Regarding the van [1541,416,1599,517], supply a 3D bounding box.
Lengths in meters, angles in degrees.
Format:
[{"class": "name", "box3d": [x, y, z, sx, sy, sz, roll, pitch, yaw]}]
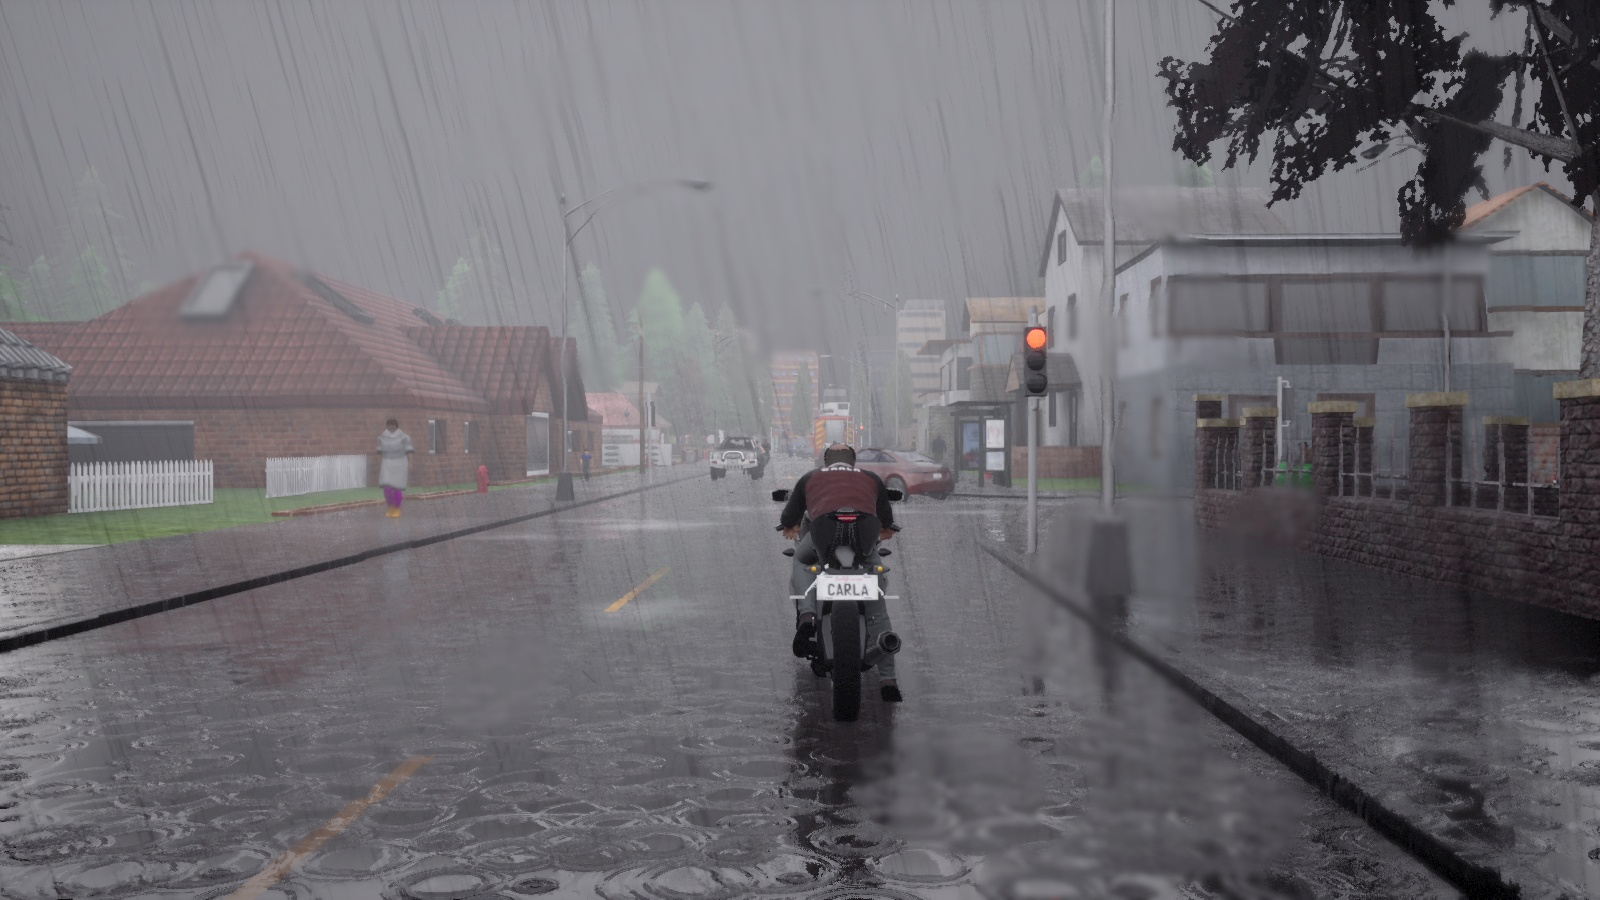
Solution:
[{"class": "van", "box3d": [18.371, 0.336, 26.301, 4.480, 2.038, 2.069, 0, 0, -1]}]

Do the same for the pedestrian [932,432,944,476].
[{"class": "pedestrian", "box3d": [5.844, 0.161, 53.097, 0.402, 1.842, 0.726, 0, 0, 13]}]

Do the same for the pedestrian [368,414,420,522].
[{"class": "pedestrian", "box3d": [-7.432, 0.319, 23.016, 0.659, 1.952, 0.873, 0, 0, 1]}]

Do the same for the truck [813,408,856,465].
[{"class": "truck", "box3d": [2.443, -0.918, 88.847, 2.891, 3.827, 8.468, 0, 0, 1]}]

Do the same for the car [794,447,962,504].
[{"class": "car", "box3d": [2.016, 0.624, 33.321, 1.994, 1.385, 4.181, -1, 1, -45]}]

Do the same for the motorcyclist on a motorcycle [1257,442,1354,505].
[{"class": "motorcyclist on a motorcycle", "box3d": [12.275, 0.566, 30.553, 2.044, 1.523, 0.797, 0, 0, 2]}]

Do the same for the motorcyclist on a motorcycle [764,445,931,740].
[{"class": "motorcyclist on a motorcycle", "box3d": [0.244, 0.739, 7.623, 0.866, 1.530, 2.191, 0, 0, 0]}]

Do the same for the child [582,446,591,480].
[{"class": "child", "box3d": [-7.859, 0.469, 46.286, 0.270, 1.263, 0.437, 0, 0, 1]}]

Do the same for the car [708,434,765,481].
[{"class": "car", "box3d": [-2.569, 0.268, 52.005, 1.932, 1.855, 4.605, 0, 0, 2]}]
